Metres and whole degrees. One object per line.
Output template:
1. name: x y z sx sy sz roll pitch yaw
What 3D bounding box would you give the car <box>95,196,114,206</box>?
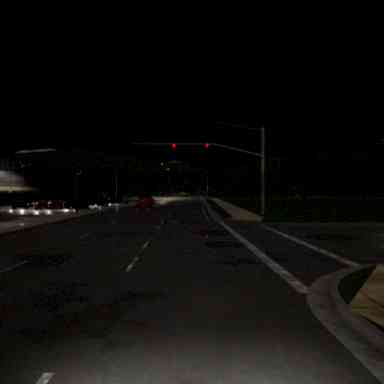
1. car: -15.024 1.529 54.797 2.033 1.411 5.357 0 0 1

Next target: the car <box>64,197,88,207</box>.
1. car: -18.552 1.529 53.452 2.033 1.411 5.357 0 0 1

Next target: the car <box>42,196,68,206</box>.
1. car: -22.046 1.473 53.780 2.128 1.511 4.902 0 0 1

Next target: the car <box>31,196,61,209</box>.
1. car: -18.796 1.337 44.043 2.097 1.767 4.553 0 0 2

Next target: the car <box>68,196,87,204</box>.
1. car: -21.844 1.542 63.537 1.994 1.385 4.181 0 0 1

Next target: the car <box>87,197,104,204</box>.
1. car: -18.346 1.579 63.406 1.895 1.301 4.718 0 0 1

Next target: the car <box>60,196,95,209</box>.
1. car: -15.277 1.532 44.739 2.033 1.411 5.357 0 0 2

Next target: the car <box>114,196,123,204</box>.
1. car: -14.813 1.483 64.973 1.837 1.490 4.892 0 0 1

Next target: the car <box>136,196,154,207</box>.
1. car: -7.015 1.335 50.263 2.097 1.767 4.553 0 0 1

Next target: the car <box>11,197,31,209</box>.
1. car: -22.272 1.490 44.657 1.837 1.490 4.892 0 0 2
